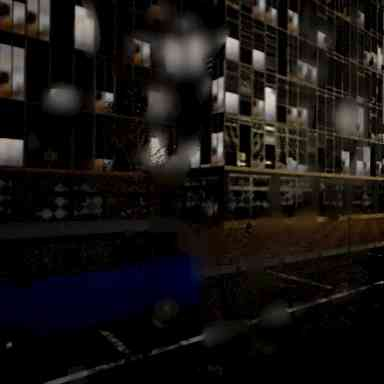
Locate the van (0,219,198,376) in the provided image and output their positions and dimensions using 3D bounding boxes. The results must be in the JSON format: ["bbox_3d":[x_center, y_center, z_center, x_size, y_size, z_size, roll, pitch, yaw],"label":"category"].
[{"bbox_3d":[-1.798,1.358,5.277,3.998,1.788,1.690,1,0,-36],"label":"van"}]
